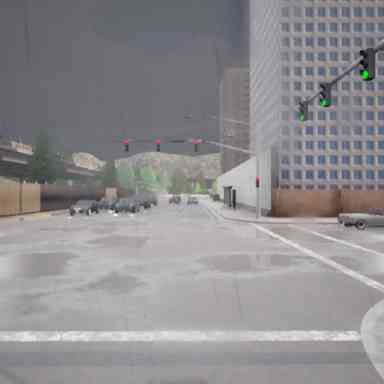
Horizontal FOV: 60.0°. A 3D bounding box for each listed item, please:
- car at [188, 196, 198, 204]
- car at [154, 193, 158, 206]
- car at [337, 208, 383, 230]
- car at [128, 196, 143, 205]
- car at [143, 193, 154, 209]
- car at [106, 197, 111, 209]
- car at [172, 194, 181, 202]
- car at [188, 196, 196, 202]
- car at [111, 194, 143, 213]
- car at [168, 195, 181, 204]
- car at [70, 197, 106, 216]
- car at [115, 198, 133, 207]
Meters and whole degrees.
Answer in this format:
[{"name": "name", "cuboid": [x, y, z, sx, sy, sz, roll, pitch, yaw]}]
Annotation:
[{"name": "car", "cuboid": [0.108, 1.633, 62.347, 1.895, 1.301, 4.718, 0, 0, -1]}, {"name": "car", "cuboid": [-7.057, 1.251, 56.930, 2.150, 2.045, 5.566, 0, 0, 0]}, {"name": "car", "cuboid": [11.856, 1.667, 21.162, 4.718, 1.301, 1.895, 0, 0, 0]}, {"name": "car", "cuboid": [-10.551, 1.510, 62.126, 1.882, 1.535, 5.008, 0, 0, 0]}, {"name": "car", "cuboid": [-7.078, 1.245, 46.200, 2.150, 2.045, 5.566, 0, 0, 0]}, {"name": "car", "cuboid": [-10.586, 1.374, 42.113, 2.097, 1.767, 4.553, 0, 0, 0]}, {"name": "car", "cuboid": [-3.491, 1.344, 74.449, 1.882, 1.535, 5.008, 0, 0, 0]}, {"name": "car", "cuboid": [0.010, 1.634, 74.828, 1.895, 1.301, 4.718, 0, 0, 0]}, {"name": "car", "cuboid": [-7.083, 1.371, 36.764, 2.097, 1.767, 4.553, 0, 0, 0]}, {"name": "car", "cuboid": [-3.492, 1.634, 64.257, 1.895, 1.301, 4.718, 0, 0, 0]}, {"name": "car", "cuboid": [-10.599, 1.509, 33.217, 2.128, 1.511, 4.902, 0, 0, 1]}, {"name": "car", "cuboid": [-10.581, 1.628, 51.907, 1.895, 1.301, 4.718, 0, 0, 0]}]
